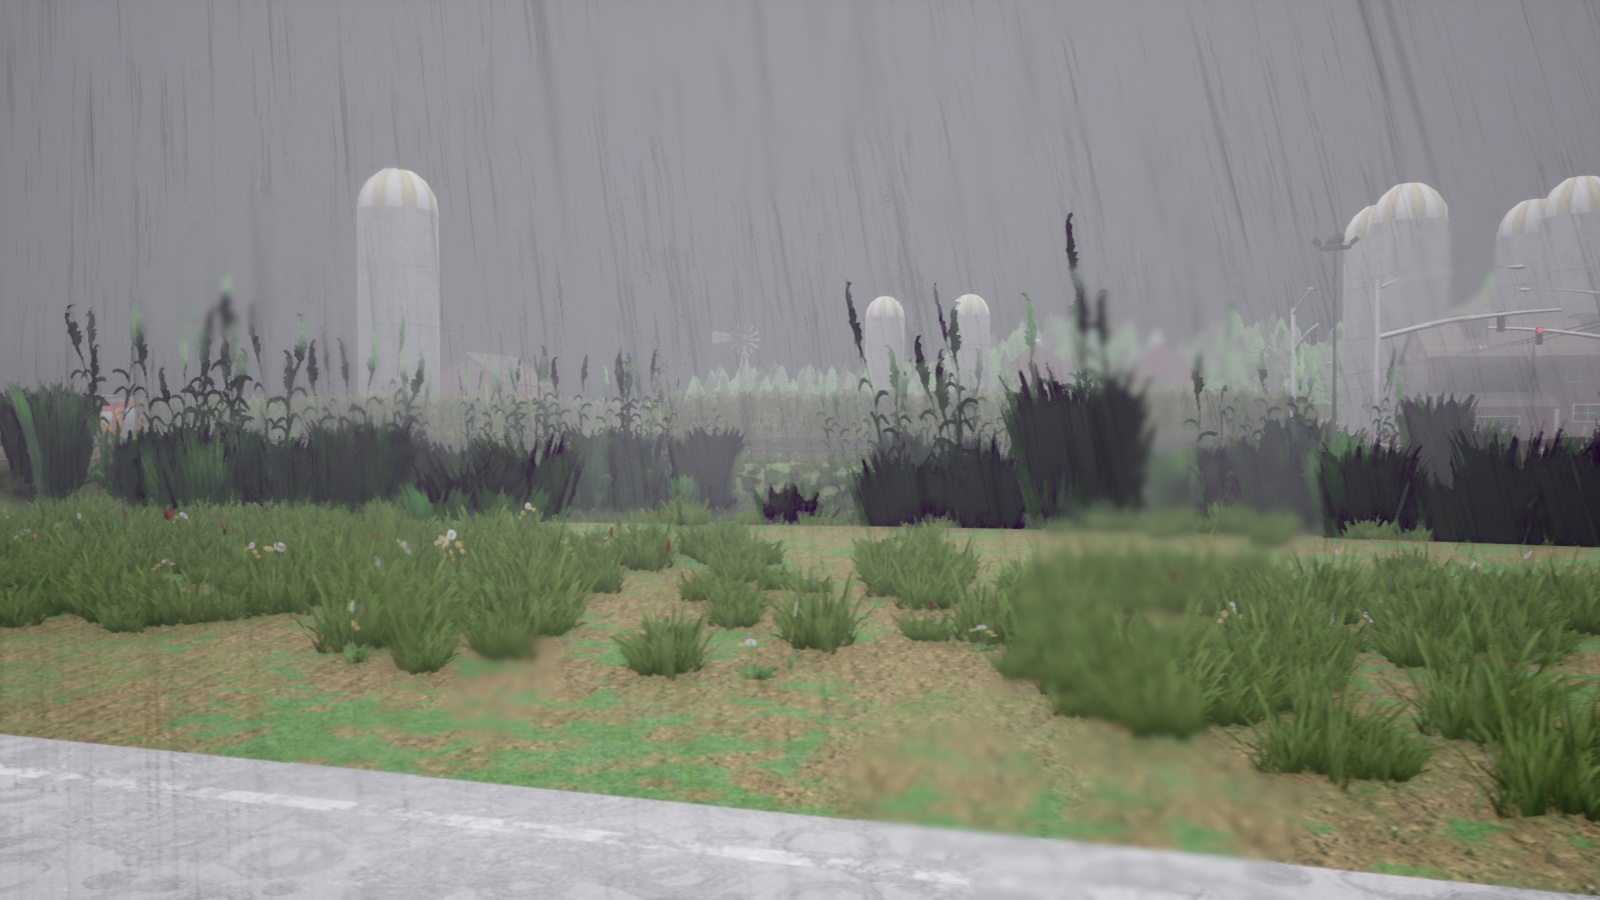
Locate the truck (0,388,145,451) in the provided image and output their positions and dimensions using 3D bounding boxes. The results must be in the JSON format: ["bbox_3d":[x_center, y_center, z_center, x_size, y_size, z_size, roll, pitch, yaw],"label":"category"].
[{"bbox_3d":[-46.209,-1.935,79.508,8.468,3.827,2.891,1,1,12],"label":"truck"}]
